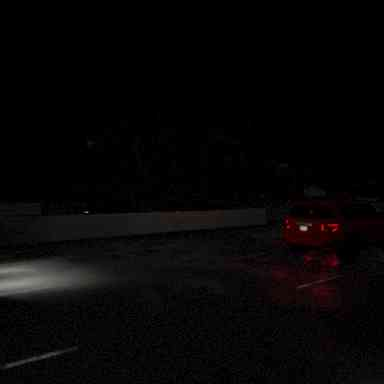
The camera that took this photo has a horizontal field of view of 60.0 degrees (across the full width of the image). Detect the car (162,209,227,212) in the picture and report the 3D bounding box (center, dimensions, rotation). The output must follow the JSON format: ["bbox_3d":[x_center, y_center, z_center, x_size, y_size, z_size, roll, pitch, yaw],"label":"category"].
[{"bbox_3d":[0.056,1.684,26.447,5.357,1.411,2.033,1,0,-40],"label":"car"}]

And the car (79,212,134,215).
[{"bbox_3d":[-7.428,1.612,29.326,4.892,1.490,1.837,1,-1,-39],"label":"car"}]

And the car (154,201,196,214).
[{"bbox_3d":[-1.885,1.789,38.724,4.718,1.301,1.895,1,0,-42],"label":"car"}]

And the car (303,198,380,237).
[{"bbox_3d":[9.204,1.382,20.238,5.566,2.045,2.150,1,0,-41],"label":"car"}]

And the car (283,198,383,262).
[{"bbox_3d":[5.802,1.322,12.777,5.566,2.045,2.150,1,0,-39],"label":"car"}]

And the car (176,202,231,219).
[{"bbox_3d":[1.186,1.720,32.074,5.357,1.411,2.033,1,0,-42],"label":"car"}]
